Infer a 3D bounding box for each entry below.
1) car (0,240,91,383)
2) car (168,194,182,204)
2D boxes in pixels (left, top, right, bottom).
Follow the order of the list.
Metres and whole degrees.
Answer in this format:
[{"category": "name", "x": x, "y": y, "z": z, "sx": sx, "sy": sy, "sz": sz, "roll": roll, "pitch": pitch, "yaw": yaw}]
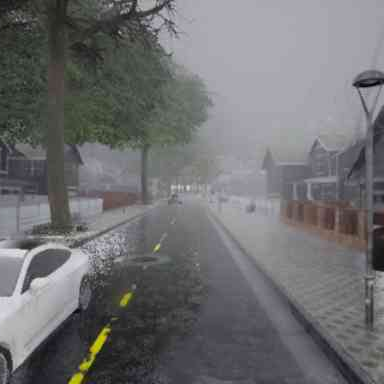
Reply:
[{"category": "car", "x": -2.862, "y": 1.512, "z": 4.856, "sx": 1.812, "sy": 1.442, "sz": 4.674, "roll": 0, "pitch": 0, "yaw": 0}, {"category": "car", "x": -2.760, "y": 1.113, "z": 54.825, "sx": 2.097, "sy": 1.767, "sz": 4.553, "roll": 0, "pitch": 0, "yaw": 0}]
